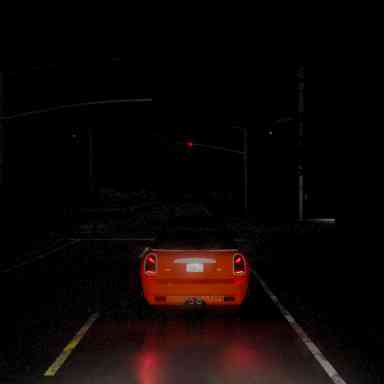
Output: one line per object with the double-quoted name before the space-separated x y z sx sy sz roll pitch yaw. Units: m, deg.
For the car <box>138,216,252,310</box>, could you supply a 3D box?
"car" 0.058 1.352 7.974 2.097 1.767 4.553 0 0 0
